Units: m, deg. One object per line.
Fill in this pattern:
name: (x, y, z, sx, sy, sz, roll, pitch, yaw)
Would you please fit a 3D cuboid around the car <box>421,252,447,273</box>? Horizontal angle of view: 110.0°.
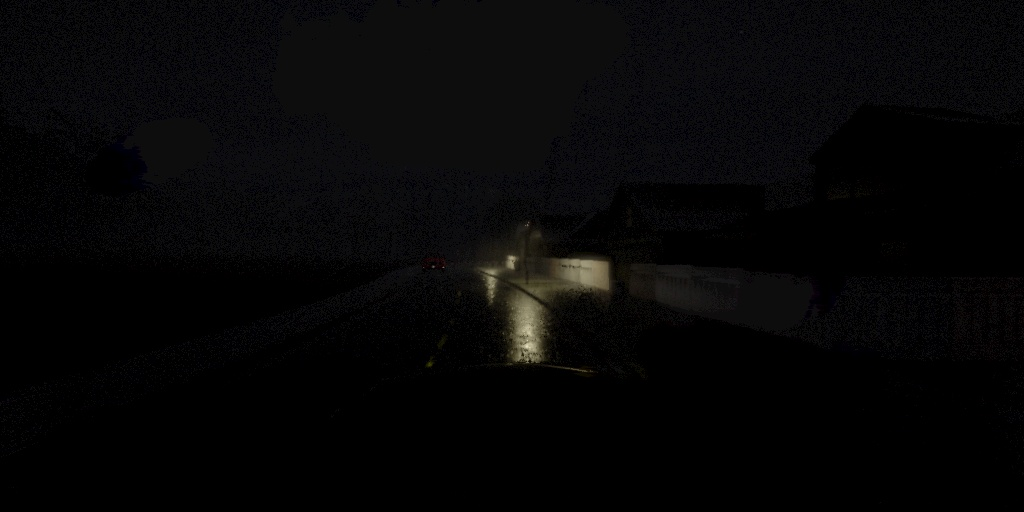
car: (-7.856, 0.608, 36.255, 2.150, 2.045, 5.566, 0, 1, -11)
